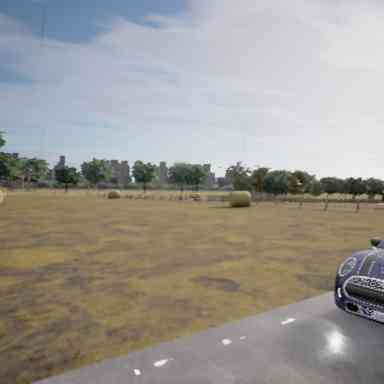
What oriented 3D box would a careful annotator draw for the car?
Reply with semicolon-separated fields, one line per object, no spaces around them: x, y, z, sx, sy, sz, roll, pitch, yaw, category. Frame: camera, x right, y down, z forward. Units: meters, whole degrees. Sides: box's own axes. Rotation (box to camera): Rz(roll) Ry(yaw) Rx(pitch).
4.813;1.360;6.499;4.553;1.767;2.097;0;0;-35;car
